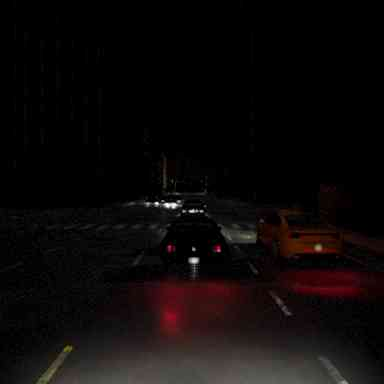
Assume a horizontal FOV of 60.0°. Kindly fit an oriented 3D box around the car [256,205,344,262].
[{"bbox_3d":[3.571,1.406,11.839,1.882,1.535,5.008,0,0,0],"label":"car"}]

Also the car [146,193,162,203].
[{"bbox_3d":[-7.035,0.992,60.297,2.097,1.767,4.553,0,0,1],"label":"car"}]

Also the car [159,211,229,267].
[{"bbox_3d":[0.068,1.534,11.118,1.895,1.301,4.718,0,0,0],"label":"car"}]

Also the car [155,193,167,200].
[{"bbox_3d":[-6.996,1.066,75.641,2.033,1.411,5.357,0,0,0],"label":"car"}]

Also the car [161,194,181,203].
[{"bbox_3d":[-3.554,1.152,56.882,2.128,1.511,4.902,0,0,0],"label":"car"}]

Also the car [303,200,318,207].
[{"bbox_3d":[11.250,1.308,27.116,4.674,1.442,1.812,0,-1,-8],"label":"car"}]

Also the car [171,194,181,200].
[{"bbox_3d":[-3.496,1.113,73.220,1.994,1.385,4.181,0,0,0],"label":"car"}]

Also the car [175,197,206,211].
[{"bbox_3d":[0.063,1.354,25.373,2.033,1.411,5.357,0,0,0],"label":"car"}]
